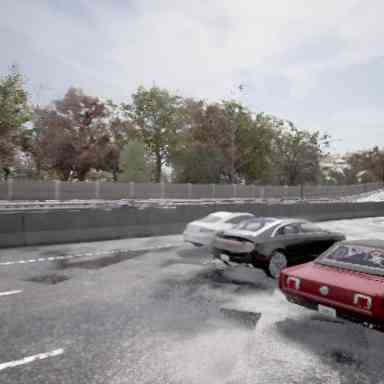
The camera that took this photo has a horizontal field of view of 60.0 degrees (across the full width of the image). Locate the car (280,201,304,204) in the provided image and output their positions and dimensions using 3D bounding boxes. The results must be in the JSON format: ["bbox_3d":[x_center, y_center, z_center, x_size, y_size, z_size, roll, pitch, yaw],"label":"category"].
[{"bbox_3d":[9.670,1.572,32.362,5.357,1.411,2.033,0,0,-35],"label":"car"}]

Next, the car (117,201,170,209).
[{"bbox_3d":[-3.536,1.571,27.252,4.181,1.385,1.994,0,0,-35],"label":"car"}]

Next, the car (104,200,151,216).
[{"bbox_3d":[-6.514,1.573,33.725,4.181,1.385,1.994,0,0,-35],"label":"car"}]

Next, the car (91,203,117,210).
[{"bbox_3d":[-6.526,1.607,29.426,4.718,1.301,1.895,0,0,-35],"label":"car"}]

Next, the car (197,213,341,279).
[{"bbox_3d":[2.828,1.494,10.056,4.902,1.511,2.128,0,0,-36],"label":"car"}]

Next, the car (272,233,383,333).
[{"bbox_3d":[3.952,1.603,6.564,4.718,1.301,1.895,0,0,-35],"label":"car"}]

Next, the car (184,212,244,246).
[{"bbox_3d":[1.844,1.529,13.660,4.674,1.442,1.812,0,0,-35],"label":"car"}]
